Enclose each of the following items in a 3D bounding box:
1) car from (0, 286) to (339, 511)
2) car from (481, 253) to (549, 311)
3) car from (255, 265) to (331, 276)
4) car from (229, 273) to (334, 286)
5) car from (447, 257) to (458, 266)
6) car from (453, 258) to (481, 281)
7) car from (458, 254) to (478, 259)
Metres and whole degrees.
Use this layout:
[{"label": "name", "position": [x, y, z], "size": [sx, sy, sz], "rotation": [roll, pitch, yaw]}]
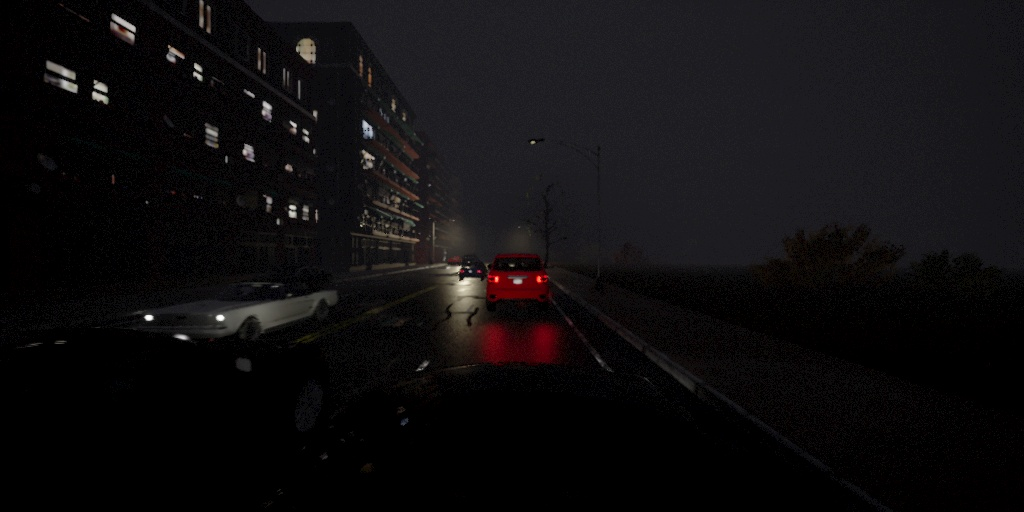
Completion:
[{"label": "car", "position": [-3.147, 1.223, 2.314], "size": [1.882, 1.535, 5.008], "rotation": [0, 0, 1]}, {"label": "car", "position": [0.208, 0.894, 14.138], "size": [2.150, 2.045, 5.566], "rotation": [0, 0, 1]}, {"label": "car", "position": [-9.729, 1.152, 15.759], "size": [2.128, 1.511, 4.902], "rotation": [0, 0, 1]}, {"label": "car", "position": [-6.535, 1.302, 9.319], "size": [1.895, 1.301, 4.718], "rotation": [0, 0, 1]}, {"label": "car", "position": [-9.305, 0.861, 58.583], "size": [1.882, 1.535, 5.008], "rotation": [0, 0, 1]}, {"label": "car", "position": [-2.919, 1.132, 27.847], "size": [2.033, 1.411, 5.357], "rotation": [0, 0, 1]}, {"label": "car", "position": [-6.130, 0.644, 53.025], "size": [2.150, 2.045, 5.566], "rotation": [0, 0, 1]}]
